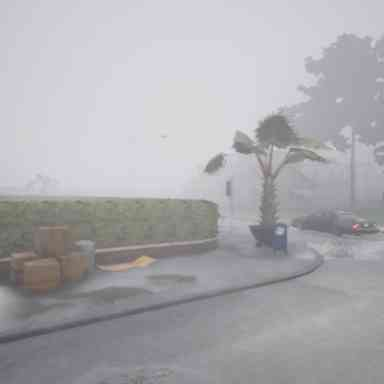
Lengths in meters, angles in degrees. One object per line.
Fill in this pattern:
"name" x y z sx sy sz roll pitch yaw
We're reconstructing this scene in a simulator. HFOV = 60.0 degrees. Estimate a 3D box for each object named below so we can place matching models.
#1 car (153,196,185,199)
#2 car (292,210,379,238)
"car" -1.566 1.413 28.093 2.150 2.045 5.566 1 1 -36
"car" 8.176 1.791 19.564 2.033 1.411 5.357 0 0 -20
